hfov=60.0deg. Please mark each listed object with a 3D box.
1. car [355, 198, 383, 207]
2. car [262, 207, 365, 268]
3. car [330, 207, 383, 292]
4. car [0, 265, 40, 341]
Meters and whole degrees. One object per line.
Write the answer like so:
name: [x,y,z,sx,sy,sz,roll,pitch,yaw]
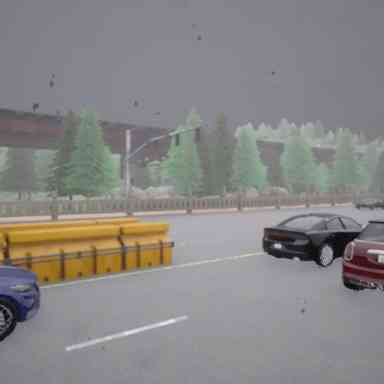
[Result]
car: [22.512,1.438,41.534,5.357,1.411,2.033,0,0,-35]
car: [4.565,1.451,11.307,5.008,1.535,1.882,0,0,-35]
car: [5.512,1.329,7.691,4.553,1.767,2.097,0,0,-35]
car: [-4.704,1.529,4.693,4.674,1.442,1.812,0,0,-35]
